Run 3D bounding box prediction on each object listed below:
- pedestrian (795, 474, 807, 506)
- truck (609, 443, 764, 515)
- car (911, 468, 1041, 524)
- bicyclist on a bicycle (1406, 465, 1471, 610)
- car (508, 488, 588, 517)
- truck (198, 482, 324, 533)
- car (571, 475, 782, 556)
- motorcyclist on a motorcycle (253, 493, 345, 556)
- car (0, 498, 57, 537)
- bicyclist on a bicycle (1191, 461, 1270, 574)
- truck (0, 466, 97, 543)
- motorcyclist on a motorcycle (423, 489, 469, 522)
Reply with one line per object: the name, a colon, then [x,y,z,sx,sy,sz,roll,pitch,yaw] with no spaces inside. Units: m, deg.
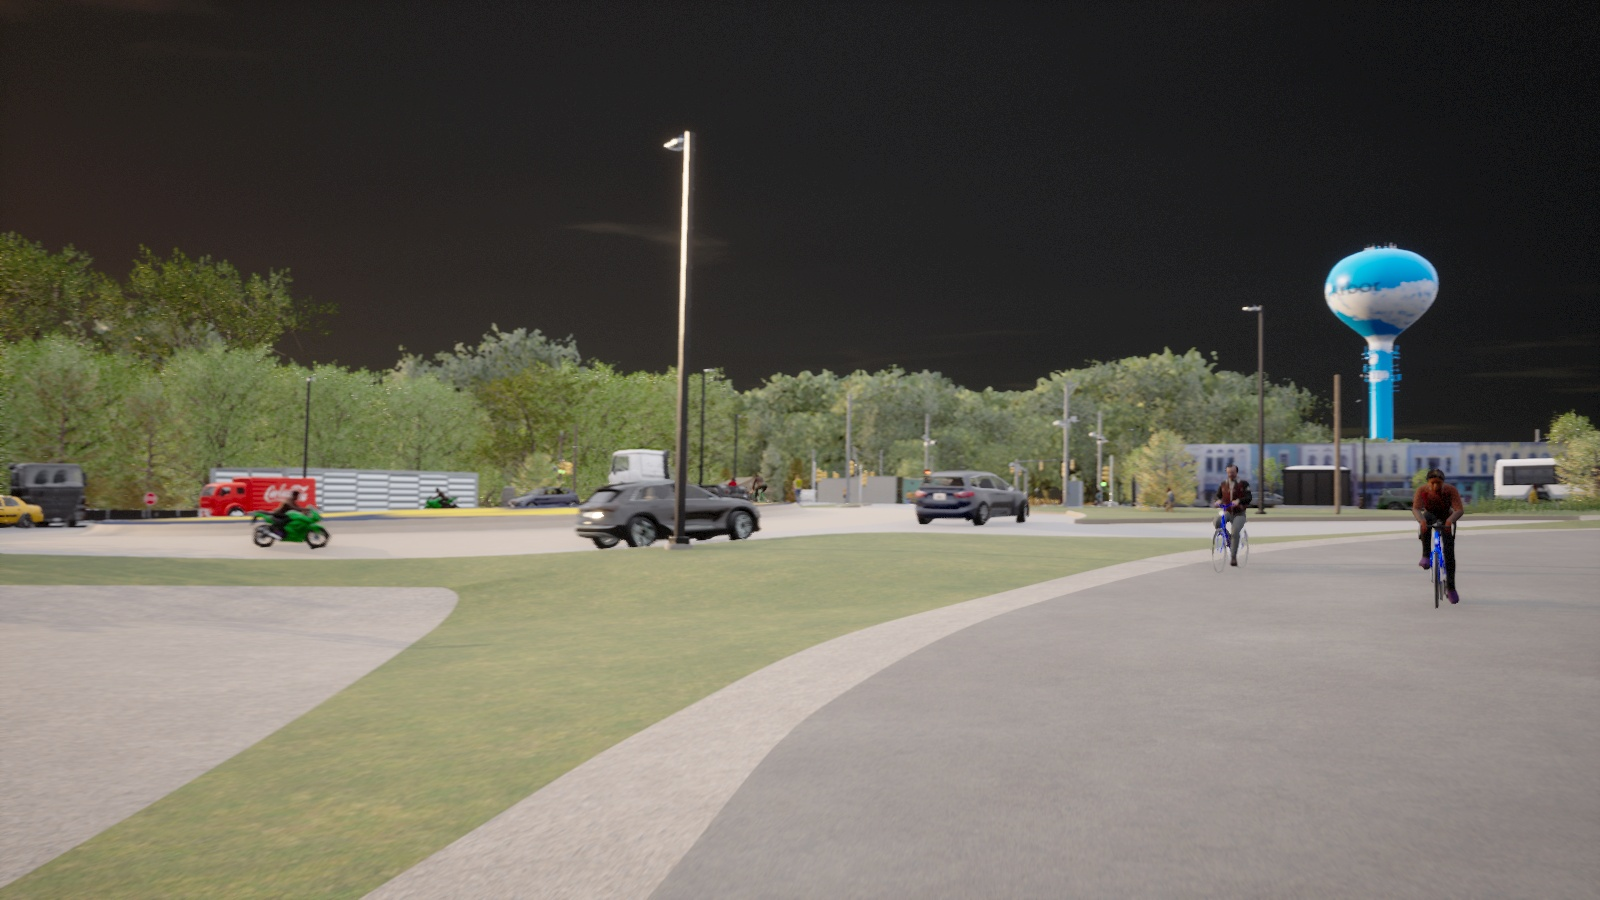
pedestrian: [0.060,2.347,72.881,0.354,1.836,0.706,3,-4,-36]
truck: [-6.152,1.656,67.452,7.936,3.462,2.891,-3,-5,28]
car: [5.647,1.401,39.854,2.242,1.667,4.611,-1,-1,35]
bicyclist on a bicycle: [7.629,0.996,14.977,0.582,1.620,1.656,-2,-1,29]
car: [-14.677,3.059,73.154,4.193,1.474,1.816,-1,-1,-43]
truck: [-27.074,2.845,63.191,2.627,2.467,5.204,-2,-3,42]
car: [-3.028,1.587,31.340,4.856,1.649,2.033,-2,-1,-39]
motorcyclist on a motorcycle: [-12.960,1.915,32.525,2.044,1.523,0.797,1,2,1]
car: [-33.888,2.823,52.665,1.801,1.575,5.366,0,-2,6]
bicyclist on a bicycle: [7.107,1.073,20.694,0.659,1.776,1.843,-2,-2,37]
truck: [-39.659,2.912,65.217,7.936,3.462,2.891,-7,-5,41]
motorcyclist on a motorcycle: [-18.482,2.893,65.565,2.044,1.523,0.797,-5,-3,3]
